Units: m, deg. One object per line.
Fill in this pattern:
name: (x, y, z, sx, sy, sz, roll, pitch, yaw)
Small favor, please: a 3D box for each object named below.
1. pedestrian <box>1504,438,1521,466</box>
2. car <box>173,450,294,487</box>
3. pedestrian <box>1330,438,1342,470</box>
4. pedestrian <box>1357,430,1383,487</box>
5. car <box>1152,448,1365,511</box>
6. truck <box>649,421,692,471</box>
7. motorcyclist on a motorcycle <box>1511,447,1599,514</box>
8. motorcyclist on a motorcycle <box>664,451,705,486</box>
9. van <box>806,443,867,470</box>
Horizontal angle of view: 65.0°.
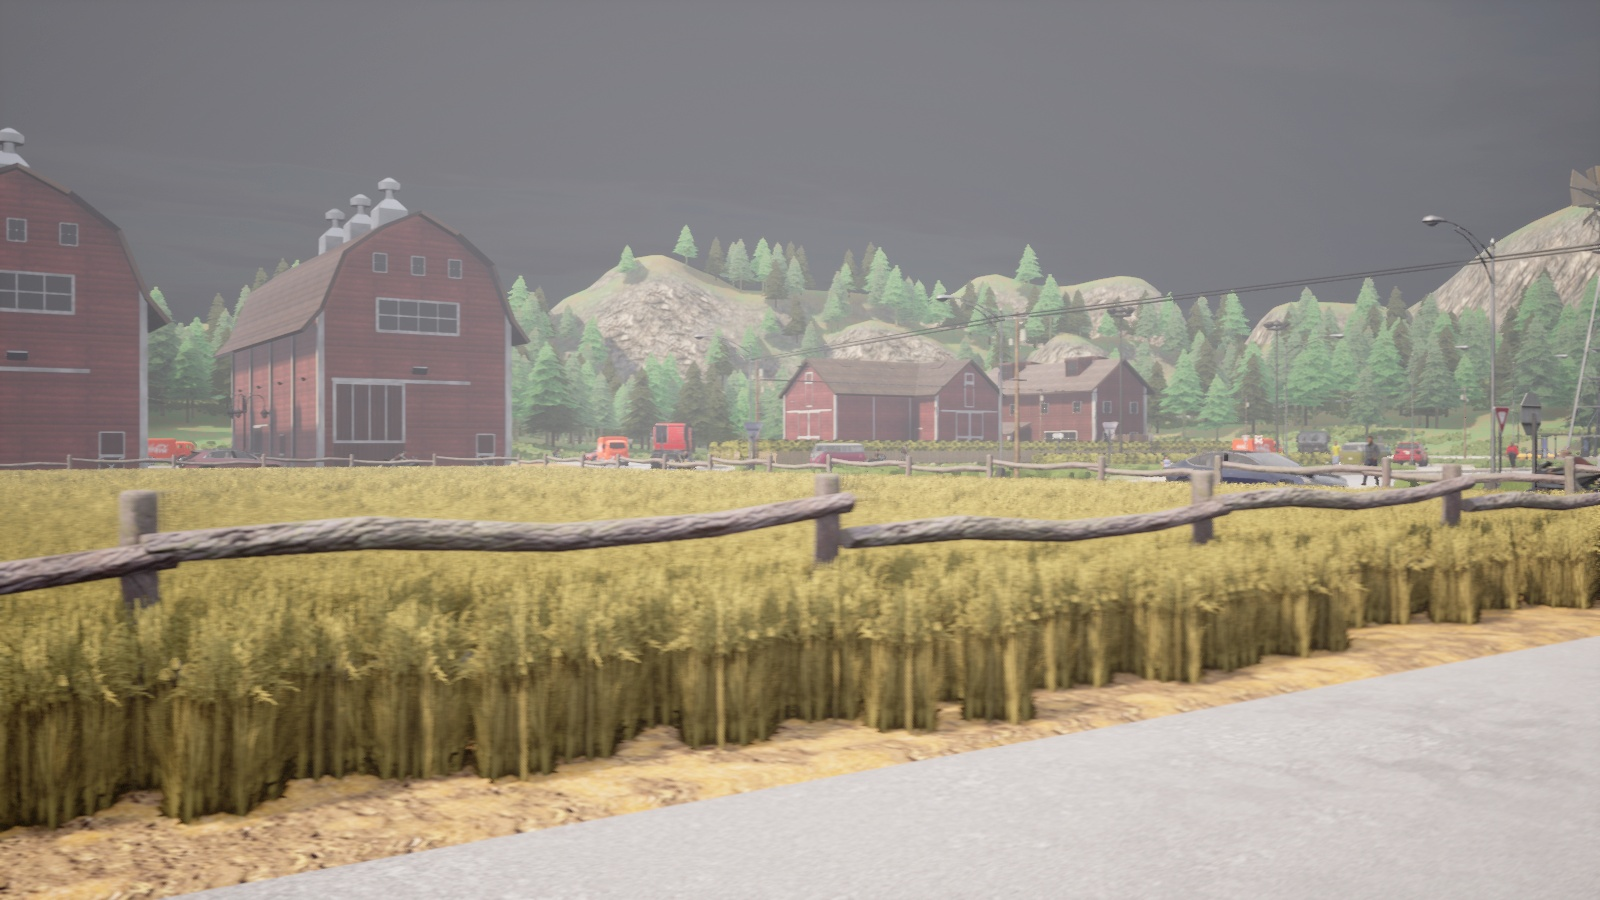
pedestrian: (46.692, 0.129, 82.315, 0.899, 1.844, 0.634, 0, 0, -35)
car: (-26.816, 0.852, 59.528, 4.856, 1.649, 2.033, 0, 0, -38)
pedestrian: (30.374, 0.230, 71.134, 0.706, 1.836, 0.354, 0, 0, -39)
pedestrian: (19.693, 0.302, 43.393, 0.788, 1.949, 0.423, 0, 0, -33)
car: (11.726, 0.697, 32.435, 2.163, 1.488, 4.792, 0, 0, -35)
truck: (-9.290, -0.269, 90.871, 2.891, 3.462, 7.936, 0, 0, -5)
motorcyclist on a motorcycle: (18.044, 0.695, 29.488, 0.866, 1.530, 2.191, 0, 0, -34)
motorcyclist on a motorcycle: (-5.222, 0.828, 56.696, 0.866, 1.530, 2.191, 0, 0, -35)
van: (2.751, 0.488, 94.226, 4.442, 1.987, 1.775, 0, 0, -35)
